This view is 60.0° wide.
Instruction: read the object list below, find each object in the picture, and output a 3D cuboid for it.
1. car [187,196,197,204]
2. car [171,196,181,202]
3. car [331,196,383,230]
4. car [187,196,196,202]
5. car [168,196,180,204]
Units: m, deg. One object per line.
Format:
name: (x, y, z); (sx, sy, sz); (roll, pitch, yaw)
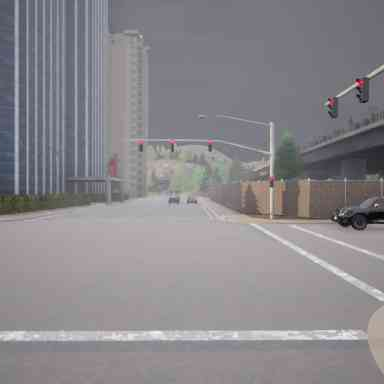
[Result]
car: (0.014, 1.564, 64.636); (1.994, 1.385, 4.181); (0, 0, 0)
car: (-3.598, 1.540, 74.457); (2.033, 1.411, 5.357); (0, 0, 0)
car: (11.817, 1.277, 20.970); (5.566, 2.045, 2.150); (0, 0, 0)
car: (-0.099, 1.595, 74.598); (1.895, 1.301, 4.718); (0, 0, 0)
car: (-3.488, 1.478, 64.240); (1.882, 1.535, 5.008); (0, 0, 0)
